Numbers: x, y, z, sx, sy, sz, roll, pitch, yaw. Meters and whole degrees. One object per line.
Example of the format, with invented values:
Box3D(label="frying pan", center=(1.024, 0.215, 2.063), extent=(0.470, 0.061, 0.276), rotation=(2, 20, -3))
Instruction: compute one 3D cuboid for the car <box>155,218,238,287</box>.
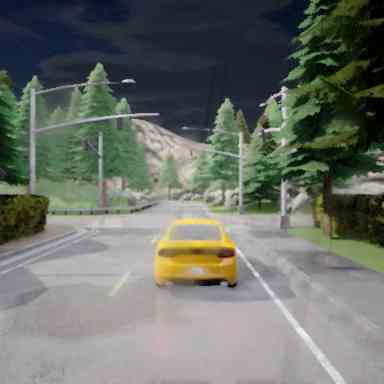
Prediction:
Box3D(label="car", center=(0.100, 1.469, 9.305), extent=(1.882, 1.535, 5.008), rotation=(0, 0, 0))
